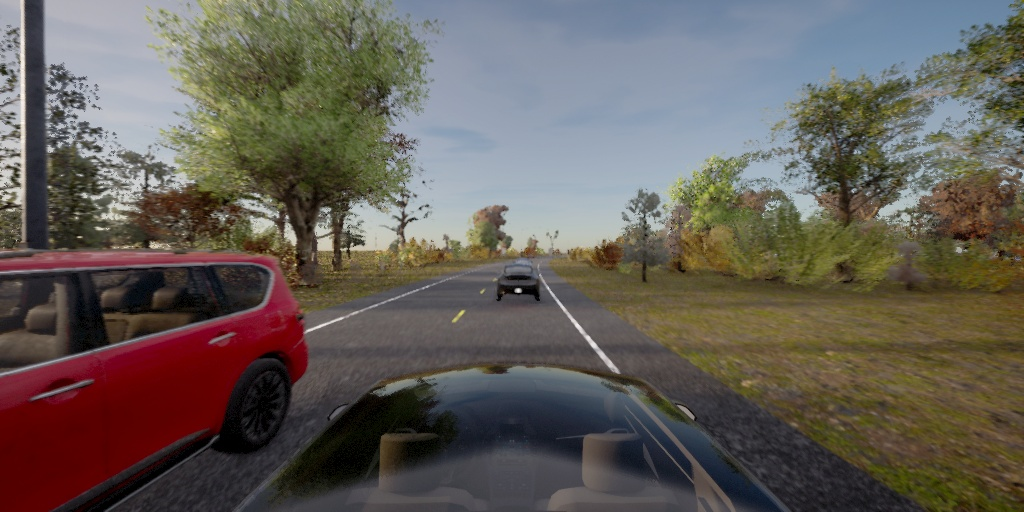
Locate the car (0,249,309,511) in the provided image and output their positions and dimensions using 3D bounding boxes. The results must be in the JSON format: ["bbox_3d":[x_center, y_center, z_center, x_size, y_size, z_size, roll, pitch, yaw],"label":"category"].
[{"bbox_3d":[-3.590,0.962,2.155,2.150,2.045,5.566,0,0,0],"label":"car"}]

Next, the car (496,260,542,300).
[{"bbox_3d":[0.309,1.100,16.681,1.837,1.490,4.892,0,1,1],"label":"car"}]

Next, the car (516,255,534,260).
[{"bbox_3d":[1.009,0.930,34.727,1.812,1.442,4.674,0,1,3],"label":"car"}]
